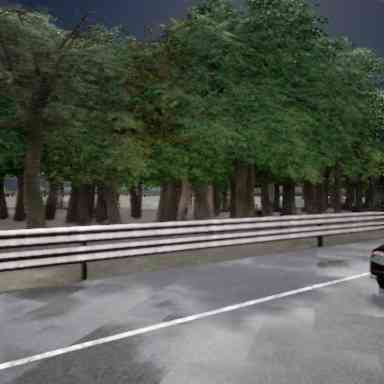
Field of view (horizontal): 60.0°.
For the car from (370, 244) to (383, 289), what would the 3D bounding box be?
[{"bbox_3d":[6.225,1.561,7.985,4.902,1.511,2.128,1,0,-34],"label":"car"}]
